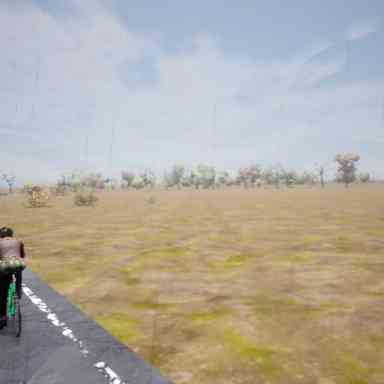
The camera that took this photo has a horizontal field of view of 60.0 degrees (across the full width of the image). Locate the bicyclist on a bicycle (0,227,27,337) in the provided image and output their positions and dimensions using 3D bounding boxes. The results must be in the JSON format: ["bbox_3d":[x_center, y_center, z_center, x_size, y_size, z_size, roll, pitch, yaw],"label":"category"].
[{"bbox_3d":[-3.014,1.417,5.487,0.582,1.620,1.656,-2,1,-38],"label":"bicyclist on a bicycle"}]
